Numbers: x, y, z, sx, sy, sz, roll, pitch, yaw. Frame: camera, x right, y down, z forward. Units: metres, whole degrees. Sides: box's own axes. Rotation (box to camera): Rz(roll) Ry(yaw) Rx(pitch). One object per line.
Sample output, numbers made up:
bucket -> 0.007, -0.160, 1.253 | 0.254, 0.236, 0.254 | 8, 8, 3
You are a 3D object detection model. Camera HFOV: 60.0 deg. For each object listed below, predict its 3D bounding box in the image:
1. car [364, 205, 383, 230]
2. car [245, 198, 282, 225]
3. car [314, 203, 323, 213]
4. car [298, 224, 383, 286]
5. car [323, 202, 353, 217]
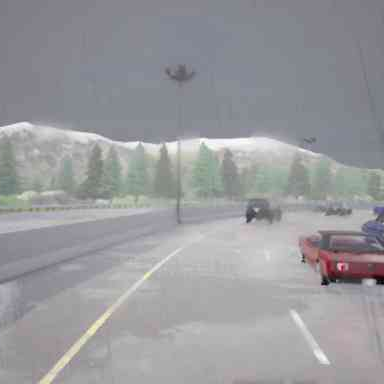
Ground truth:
car -> 9.170, 1.650, 14.777 | 2.097, 1.767, 4.553 | 1, 0, 11
car -> 6.153, 1.574, 28.227 | 2.150, 2.045, 5.566 | 1, -1, 25
car -> 18.815, 2.275, 47.023 | 1.812, 1.442, 4.674 | 0, -1, 42
car -> 4.344, 1.765, 9.685 | 1.895, 1.301, 4.718 | 1, -1, 9
car -> 17.743, 2.021, 39.883 | 2.097, 1.767, 4.553 | 1, 0, 38
